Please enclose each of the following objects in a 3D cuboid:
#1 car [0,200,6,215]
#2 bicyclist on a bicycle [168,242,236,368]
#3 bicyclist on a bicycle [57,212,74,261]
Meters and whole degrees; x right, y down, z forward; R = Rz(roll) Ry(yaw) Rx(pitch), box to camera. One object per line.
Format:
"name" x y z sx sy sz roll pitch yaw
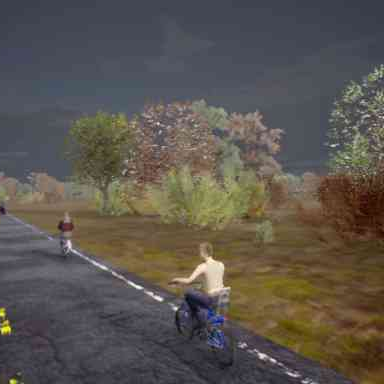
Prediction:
"car" -27.721 2.186 47.097 2.150 2.045 5.566 1 -1 -34
"bicyclist on a bicycle" 0.149 1.535 4.865 0.866 1.612 1.509 1 -1 -33
"bicyclist on a bicycle" -4.792 1.630 12.554 0.659 1.776 1.843 1 -1 -33
